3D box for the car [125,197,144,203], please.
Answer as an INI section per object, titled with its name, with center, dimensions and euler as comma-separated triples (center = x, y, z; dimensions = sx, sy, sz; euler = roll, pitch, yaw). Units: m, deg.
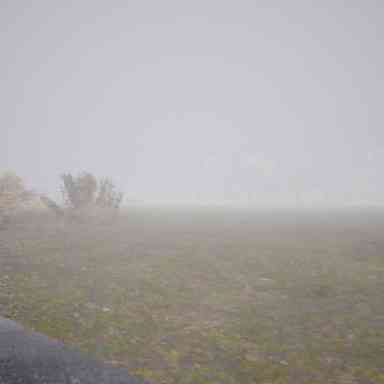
[car]
center = -14.254, 1.941, 82.633
dimensions = 2.033, 1.411, 5.357
euler = -1, -1, 36
